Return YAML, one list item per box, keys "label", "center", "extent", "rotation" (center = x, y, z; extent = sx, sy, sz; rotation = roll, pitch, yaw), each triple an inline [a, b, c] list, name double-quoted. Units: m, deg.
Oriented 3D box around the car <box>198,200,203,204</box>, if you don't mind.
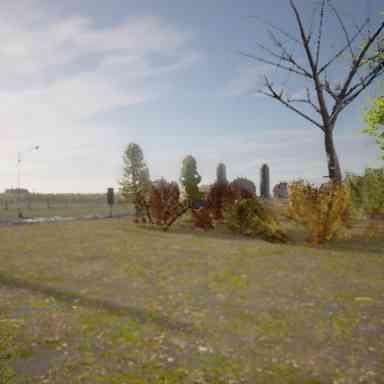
- label: "car"
  center: [0.373, 1.882, 52.641]
  extent: [2.150, 2.045, 5.566]
  rotation: [-2, -2, 31]
